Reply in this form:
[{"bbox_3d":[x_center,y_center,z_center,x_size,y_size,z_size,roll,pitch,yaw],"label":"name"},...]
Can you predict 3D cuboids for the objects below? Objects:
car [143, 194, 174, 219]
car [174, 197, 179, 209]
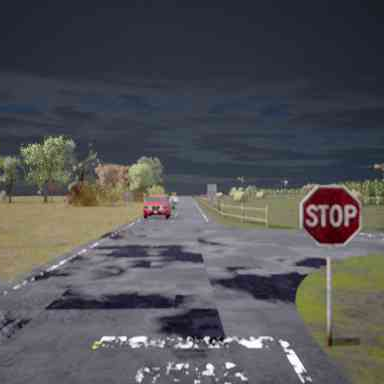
[{"bbox_3d":[-3.029,1.255,29.786,2.150,2.045,5.566,0,0,-1],"label":"car"},{"bbox_3d":[-3.229,1.557,44.590,2.128,1.511,4.902,0,0,-1],"label":"car"}]
